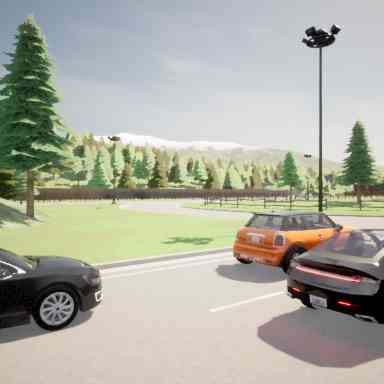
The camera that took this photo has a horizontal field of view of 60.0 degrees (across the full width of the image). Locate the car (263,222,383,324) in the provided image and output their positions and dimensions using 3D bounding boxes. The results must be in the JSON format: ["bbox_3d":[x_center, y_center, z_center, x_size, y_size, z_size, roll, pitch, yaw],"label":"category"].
[{"bbox_3d":[3.958,1.492,6.600,4.902,1.511,2.128,0,0,-35],"label":"car"}]

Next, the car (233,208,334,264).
[{"bbox_3d":[3.522,1.352,10.575,4.553,1.767,2.097,0,0,-35],"label":"car"}]

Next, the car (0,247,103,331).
[{"bbox_3d":[-3.899,1.505,5.265,4.892,1.490,1.837,0,0,-35],"label":"car"}]
